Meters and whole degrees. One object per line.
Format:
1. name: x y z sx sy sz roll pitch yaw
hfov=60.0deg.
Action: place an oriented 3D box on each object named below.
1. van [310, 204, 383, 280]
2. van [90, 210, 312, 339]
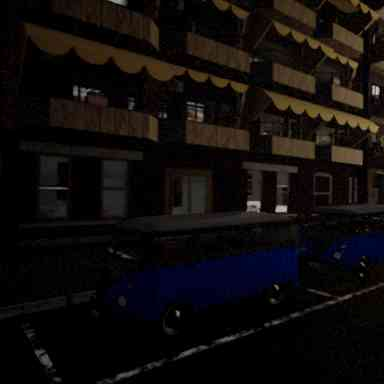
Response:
1. van: 4.750 1.271 9.477 3.998 1.788 1.690 -1 2 -36
2. van: 0.253 1.313 6.255 3.998 1.788 1.690 -1 2 -36
